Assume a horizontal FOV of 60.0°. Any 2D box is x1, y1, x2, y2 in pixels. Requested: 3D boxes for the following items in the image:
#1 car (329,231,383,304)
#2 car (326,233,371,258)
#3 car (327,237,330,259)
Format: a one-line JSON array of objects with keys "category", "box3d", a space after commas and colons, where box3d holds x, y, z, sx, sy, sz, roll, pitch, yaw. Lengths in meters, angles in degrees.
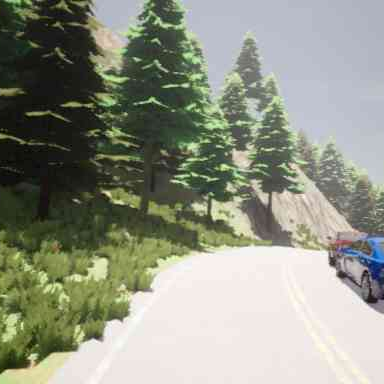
[{"category": "car", "box3d": [5.386, 1.996, 9.179, 1.882, 1.535, 5.008, 3, -2, 12]}, {"category": "car", "box3d": [15.215, 5.190, 32.271, 4.553, 1.767, 2.097, 14, -10, -38]}, {"category": "car", "box3d": [6.974, 2.445, 14.542, 1.812, 1.442, 4.674, 2, -4, 21]}]
